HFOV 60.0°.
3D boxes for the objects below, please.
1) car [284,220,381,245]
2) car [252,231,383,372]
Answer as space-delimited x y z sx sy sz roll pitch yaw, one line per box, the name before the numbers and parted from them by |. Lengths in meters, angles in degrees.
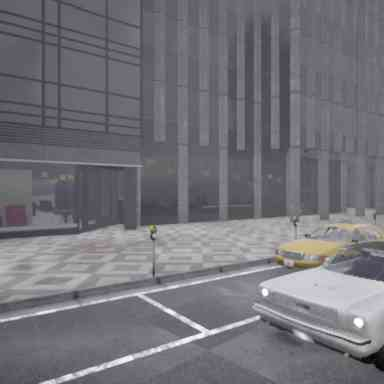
car | 4.507 1.544 10.029 4.829 1.417 1.752 0 -1 -35
car | 3.267 1.612 5.730 4.718 1.301 1.895 0 0 -36
